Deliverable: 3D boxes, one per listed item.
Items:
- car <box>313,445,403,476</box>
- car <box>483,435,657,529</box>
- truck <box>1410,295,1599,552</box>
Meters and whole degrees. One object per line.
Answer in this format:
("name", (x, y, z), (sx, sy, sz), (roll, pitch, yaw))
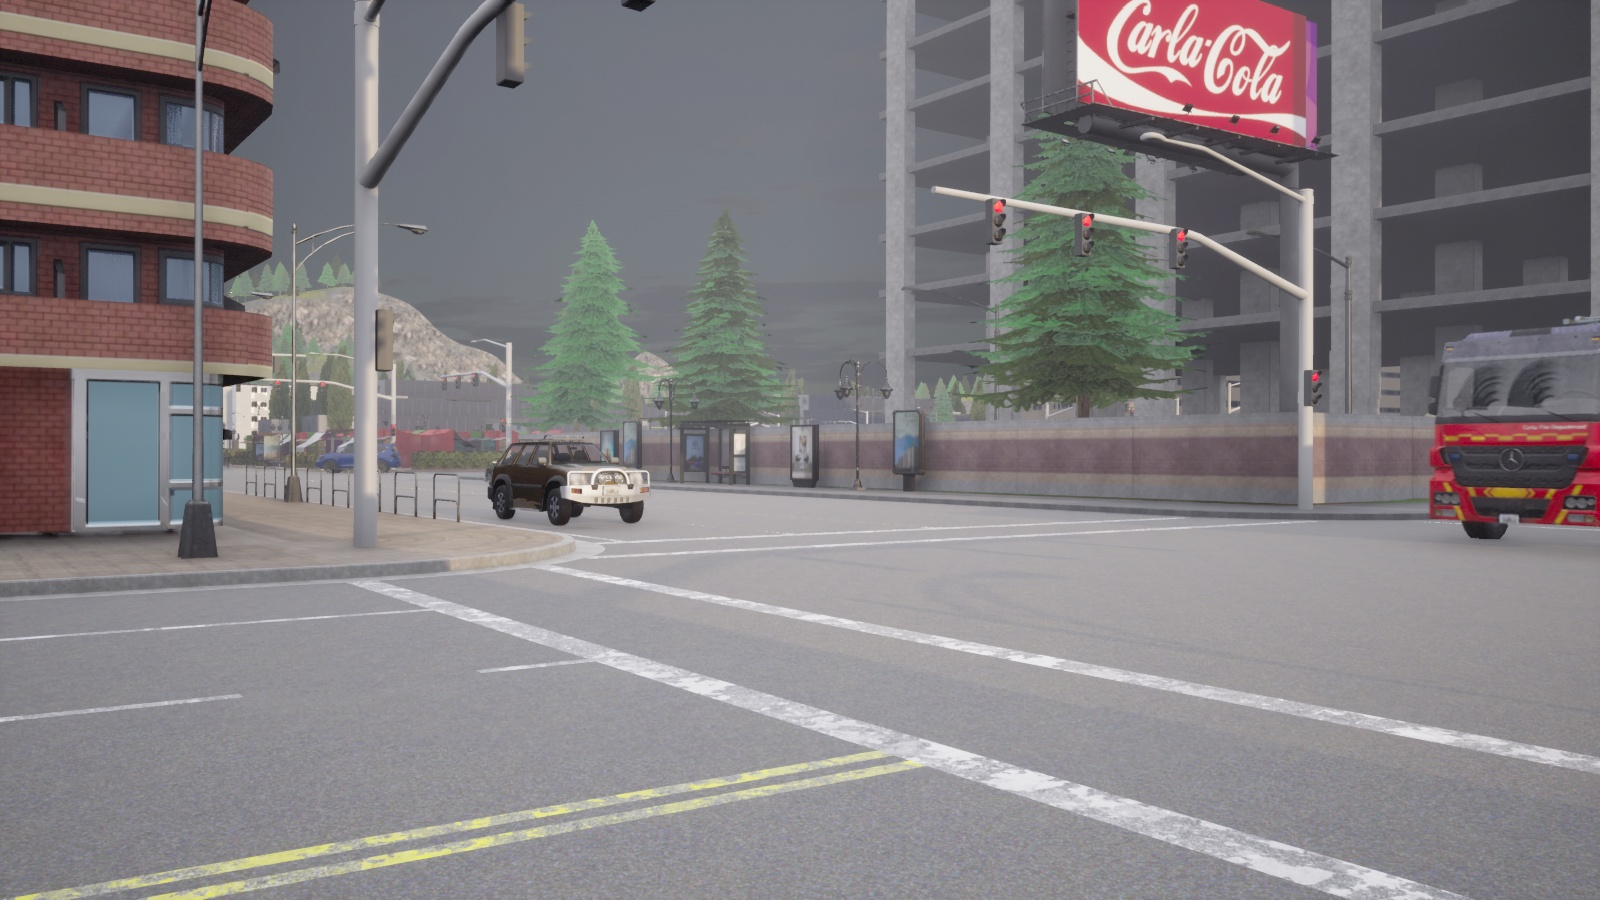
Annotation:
("car", (-30.353, 0.706, 86.352), (5.566, 2.045, 2.150), (0, 1, -10))
("car", (-5.046, 0.638, 27.088), (1.932, 1.855, 4.605), (0, 0, -35))
("truck", (14.546, -0.396, 22.323), (8.468, 3.827, 2.891), (0, 0, -35))
